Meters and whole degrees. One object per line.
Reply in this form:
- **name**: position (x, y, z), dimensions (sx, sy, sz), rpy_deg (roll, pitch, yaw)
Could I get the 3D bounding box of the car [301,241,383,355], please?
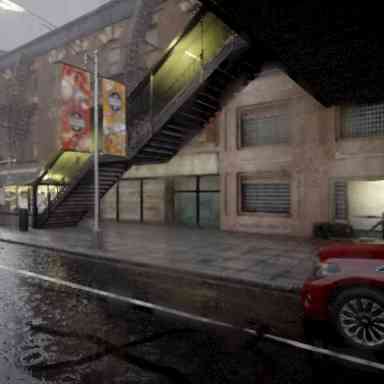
- **car**: position (4.424, 1.227, 4.462), dimensions (5.566, 2.045, 2.435), rpy_deg (0, 0, 35)
